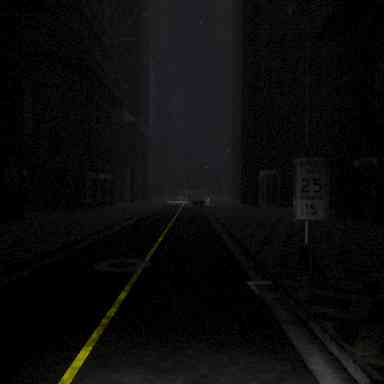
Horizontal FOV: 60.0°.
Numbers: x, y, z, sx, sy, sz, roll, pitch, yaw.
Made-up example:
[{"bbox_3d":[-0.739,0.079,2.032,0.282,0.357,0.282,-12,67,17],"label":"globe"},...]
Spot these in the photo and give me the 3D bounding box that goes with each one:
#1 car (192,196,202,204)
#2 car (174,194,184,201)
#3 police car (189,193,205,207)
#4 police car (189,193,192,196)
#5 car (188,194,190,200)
[{"bbox_3d":[0.901,1.479,65.555,1.812,1.442,4.674,0,0,0],"label":"car"},{"bbox_3d":[-3.000,1.229,76.745,2.097,1.767,4.553,0,0,0],"label":"car"},{"bbox_3d":[0.900,1.402,49.663,1.930,1.638,5.238,0,0,0],"label":"police car"},{"bbox_3d":[0.900,1.388,59.664,1.930,1.638,5.238,0,0,0],"label":"police car"},{"bbox_3d":[0.001,1.104,86.045,2.097,1.767,4.553,0,0,0],"label":"car"}]
